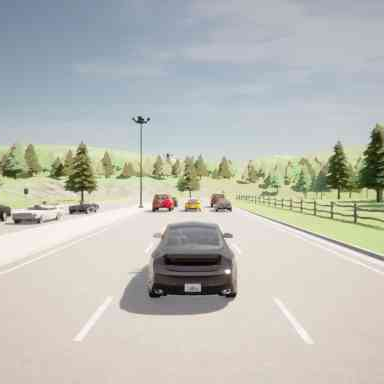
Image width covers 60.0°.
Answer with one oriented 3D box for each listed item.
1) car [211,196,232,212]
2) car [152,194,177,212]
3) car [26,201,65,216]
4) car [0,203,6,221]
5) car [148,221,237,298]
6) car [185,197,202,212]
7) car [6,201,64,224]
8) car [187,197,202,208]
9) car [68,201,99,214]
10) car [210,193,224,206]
[{"bbox_3d":[3.635,1.547,39.103,2.033,1.411,5.357,0,0,1],"label":"car"},{"bbox_3d":[-3.365,1.221,39.154,2.150,2.045,5.566,0,0,1],"label":"car"},{"bbox_3d":[-14.912,1.601,34.099,1.895,1.301,4.718,0,0,0],"label":"car"},{"bbox_3d":[-15.012,1.491,23.956,2.128,1.511,4.902,0,0,0],"label":"car"},{"bbox_3d":[0.021,1.504,8.509,1.837,1.490,4.892,0,0,0],"label":"car"},{"bbox_3d":[0.139,1.478,39.528,1.882,1.535,5.008,0,0,1],"label":"car"},{"bbox_3d":[-11.515,1.601,25.053,1.895,1.301,4.718,0,0,1],"label":"car"},{"bbox_3d":[0.383,1.491,49.798,2.128,1.511,4.902,0,0,2],"label":"car"},{"bbox_3d":[-11.409,1.601,35.246,1.895,1.301,4.718,0,0,0],"label":"car"},{"bbox_3d":[3.883,1.221,49.727,2.150,2.045,5.566,0,0,2],"label":"car"}]
